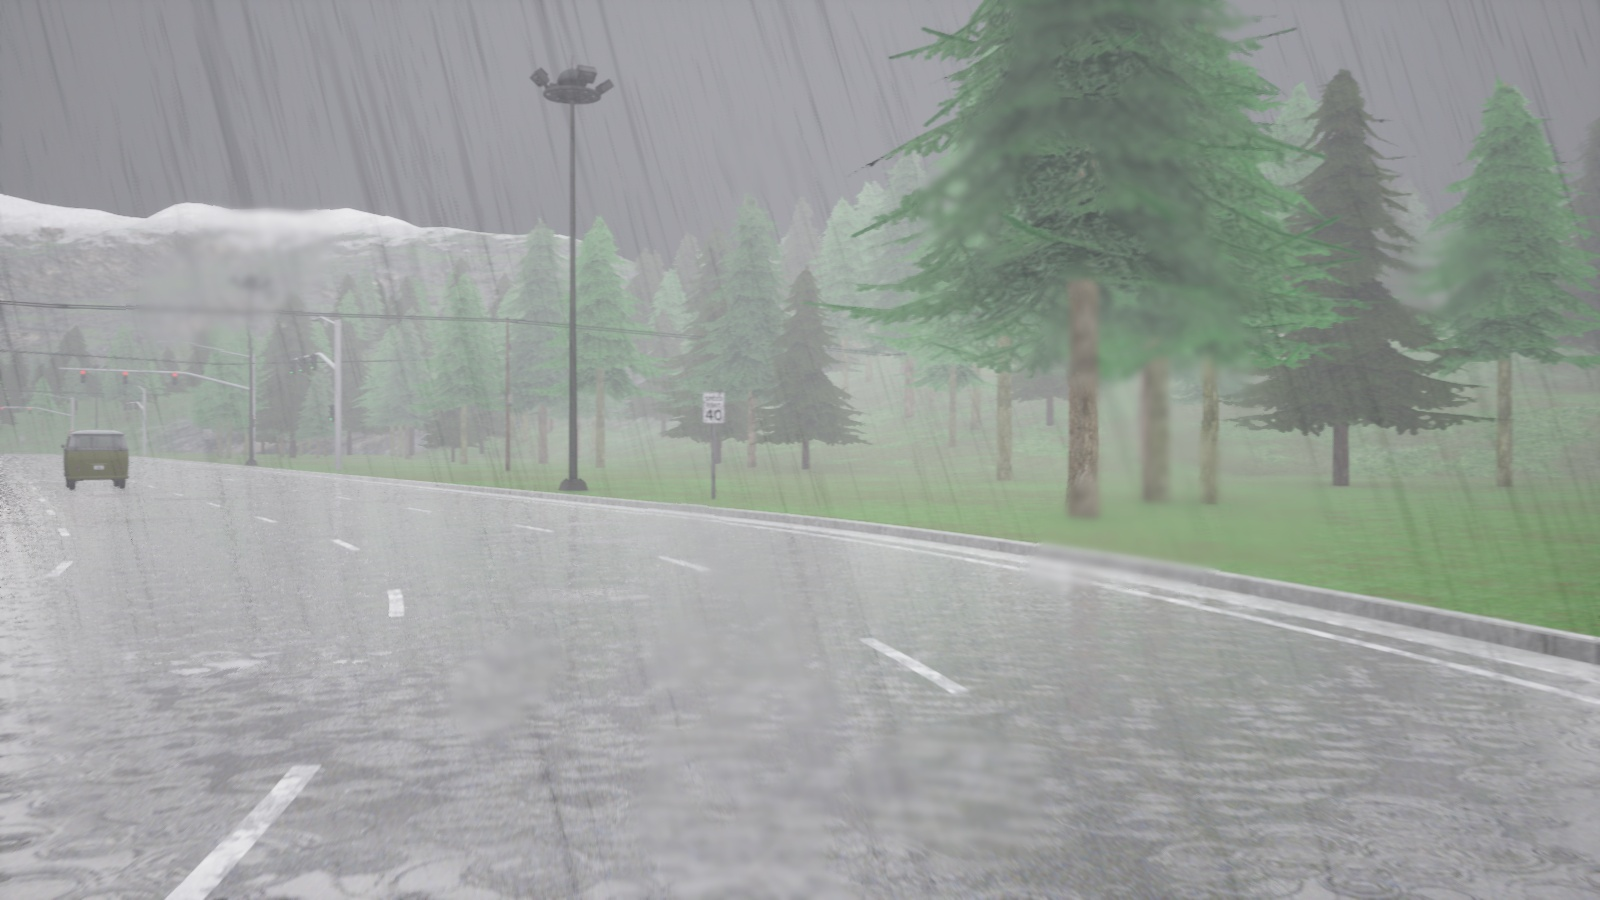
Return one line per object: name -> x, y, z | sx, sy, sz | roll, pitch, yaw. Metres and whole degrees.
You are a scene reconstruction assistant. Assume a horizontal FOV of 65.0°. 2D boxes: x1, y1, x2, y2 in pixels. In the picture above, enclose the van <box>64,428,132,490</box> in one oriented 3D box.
van -> -23.935, 0.265, 42.754 | 1.775, 1.987, 4.442 | 0, 0, -32
